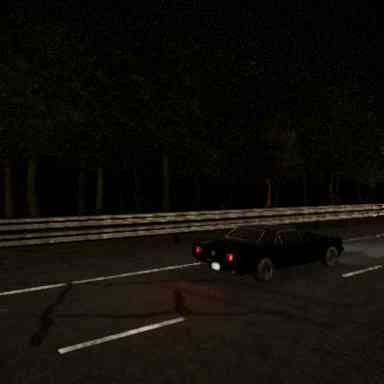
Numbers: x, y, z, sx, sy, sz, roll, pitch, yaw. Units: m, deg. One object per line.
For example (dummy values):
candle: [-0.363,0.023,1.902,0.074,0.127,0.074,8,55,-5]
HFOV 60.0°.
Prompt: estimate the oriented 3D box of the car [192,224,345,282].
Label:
car: [2.414,1.605,9.765,4.718,1.301,1.895,0,0,-36]
